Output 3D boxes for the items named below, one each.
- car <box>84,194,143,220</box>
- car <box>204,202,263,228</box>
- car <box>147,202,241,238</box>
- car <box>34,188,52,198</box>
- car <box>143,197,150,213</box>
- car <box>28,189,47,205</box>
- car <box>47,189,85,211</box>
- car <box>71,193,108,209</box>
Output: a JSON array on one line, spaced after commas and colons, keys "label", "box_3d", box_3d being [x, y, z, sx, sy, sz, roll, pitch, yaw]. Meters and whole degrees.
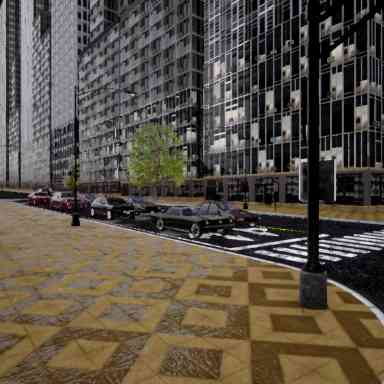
[{"label": "car", "box_3d": [-5.678, 1.110, 23.683, 1.837, 1.490, 4.892, 0, 1, -38]}, {"label": "car", "box_3d": [1.636, 1.289, 19.691, 2.033, 1.411, 5.357, 0, 1, -36]}, {"label": "car", "box_3d": [-0.088, 1.372, 16.572, 1.895, 1.301, 4.718, 0, 1, -38]}, {"label": "car", "box_3d": [-28.493, 0.111, 63.707, 2.097, 1.767, 4.553, 0, 1, -38]}, {"label": "car", "box_3d": [-4.636, 1.104, 27.625, 2.033, 1.411, 5.357, 0, 1, -37]}, {"label": "car", "box_3d": [-18.103, 0.712, 39.606, 1.882, 1.535, 5.008, 0, 1, -37]}, {"label": "car", "box_3d": [-11.794, 0.776, 31.484, 2.097, 1.767, 4.553, 0, 1, -38]}, {"label": "car", "box_3d": [-11.140, 0.911, 35.924, 2.033, 1.411, 5.357, 0, 1, -38]}]
